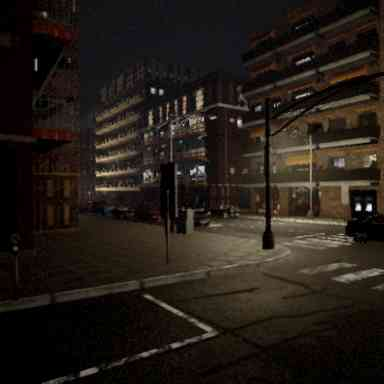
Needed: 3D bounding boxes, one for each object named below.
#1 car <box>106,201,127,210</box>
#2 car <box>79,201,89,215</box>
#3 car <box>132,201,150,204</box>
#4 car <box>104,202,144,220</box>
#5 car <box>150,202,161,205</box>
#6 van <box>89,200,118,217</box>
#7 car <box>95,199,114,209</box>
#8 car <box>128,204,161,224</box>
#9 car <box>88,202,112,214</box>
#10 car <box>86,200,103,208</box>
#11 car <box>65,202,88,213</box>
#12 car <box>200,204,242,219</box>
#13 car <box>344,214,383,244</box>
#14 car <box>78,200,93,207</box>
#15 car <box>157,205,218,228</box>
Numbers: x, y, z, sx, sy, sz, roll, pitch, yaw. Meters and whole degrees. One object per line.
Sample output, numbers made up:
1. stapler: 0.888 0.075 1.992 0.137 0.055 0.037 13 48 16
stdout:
1. car: -13.100 2.234 57.241 1.752 1.417 4.829 -1 0 -35
2. car: -13.371 2.174 43.128 2.008 1.369 4.403 -1 0 -35
3. car: -6.524 2.133 47.903 2.008 1.369 4.403 -1 0 -35
4. car: -6.893 2.053 33.927 2.008 1.369 4.403 -1 0 -35
5. car: -3.287 1.961 43.303 1.967 1.590 4.097 -1 0 -35
6. van: -10.136 1.903 38.528 1.690 1.788 3.998 -1 0 -35
7. car: -16.242 2.211 61.702 1.967 1.590 4.097 -1 0 -35
8. car: -3.653 2.025 29.327 1.802 1.307 4.206 -1 0 -35
9. car: -13.226 2.192 47.551 1.837 1.490 4.892 0 0 -35
10. car: -19.478 2.386 66.301 2.008 1.369 4.403 -1 0 -35
11. car: -16.610 2.230 47.728 1.887 1.381 4.507 -1 0 -35
12. car: 3.192 1.953 34.104 2.008 1.369 4.403 -1 0 -35
13. car: 9.535 1.783 15.219 2.128 1.511 4.902 0 0 -35
14. car: -22.717 2.482 70.902 1.802 1.307 4.206 -1 0 -35
15. car: -0.415 1.936 24.727 2.008 1.369 4.403 -1 0 -35
